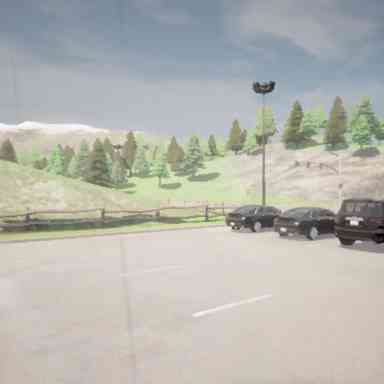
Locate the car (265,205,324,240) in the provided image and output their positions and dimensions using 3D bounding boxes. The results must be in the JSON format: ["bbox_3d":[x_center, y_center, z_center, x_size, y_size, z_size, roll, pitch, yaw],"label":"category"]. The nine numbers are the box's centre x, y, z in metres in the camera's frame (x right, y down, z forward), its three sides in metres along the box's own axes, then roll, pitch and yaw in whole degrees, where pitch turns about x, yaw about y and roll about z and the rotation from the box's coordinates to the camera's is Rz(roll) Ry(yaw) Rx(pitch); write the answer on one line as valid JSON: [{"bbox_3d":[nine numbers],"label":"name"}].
[{"bbox_3d":[6.236,1.513,16.916,4.892,1.490,1.837,0,0,-35],"label":"car"}]

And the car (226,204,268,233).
[{"bbox_3d":[4.204,1.513,19.765,4.892,1.490,1.837,0,0,-35],"label":"car"}]

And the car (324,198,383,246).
[{"bbox_3d":[8.293,1.255,14.084,5.566,2.045,2.150,0,0,-35],"label":"car"}]
